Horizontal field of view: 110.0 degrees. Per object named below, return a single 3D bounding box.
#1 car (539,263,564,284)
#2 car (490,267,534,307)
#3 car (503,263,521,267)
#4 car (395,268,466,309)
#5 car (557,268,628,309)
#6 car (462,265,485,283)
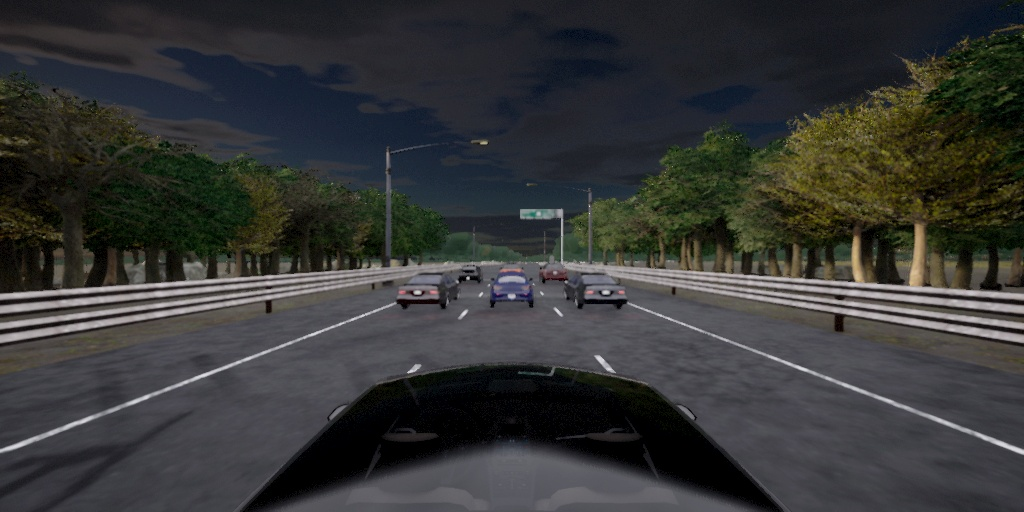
[{"bbox_3d":[3.486,1.391,30.923,2.097,1.767,4.553,0,-1,0],"label":"car"},{"bbox_3d":[-0.003,1.416,16.223,1.812,1.442,4.674,0,0,0],"label":"car"},{"bbox_3d":[-0.014,1.391,30.919,2.097,1.767,4.553,0,-1,0],"label":"car"},{"bbox_3d":[-3.506,1.434,15.837,2.033,1.411,5.357,0,-1,0],"label":"car"},{"bbox_3d":[3.494,1.434,15.840,2.033,1.411,5.357,0,-1,0],"label":"car"},{"bbox_3d":[-3.512,1.551,31.137,1.837,1.490,4.892,0,0,0],"label":"car"}]
